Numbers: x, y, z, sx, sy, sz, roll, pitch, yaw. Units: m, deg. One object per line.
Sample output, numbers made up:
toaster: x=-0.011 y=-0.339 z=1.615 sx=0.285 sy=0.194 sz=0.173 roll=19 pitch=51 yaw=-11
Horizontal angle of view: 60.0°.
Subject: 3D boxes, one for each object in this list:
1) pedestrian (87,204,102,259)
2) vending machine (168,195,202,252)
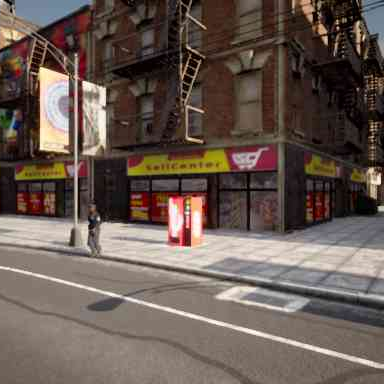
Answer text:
pedestrian: x=-3.265 y=1.285 z=11.066 sx=0.375 sy=1.860 sz=0.375 roll=0 pitch=0 yaw=33
vending machine: x=-0.268 y=1.192 z=13.123 sx=0.880 sy=2.100 sz=1.100 roll=0 pitch=0 yaw=34
